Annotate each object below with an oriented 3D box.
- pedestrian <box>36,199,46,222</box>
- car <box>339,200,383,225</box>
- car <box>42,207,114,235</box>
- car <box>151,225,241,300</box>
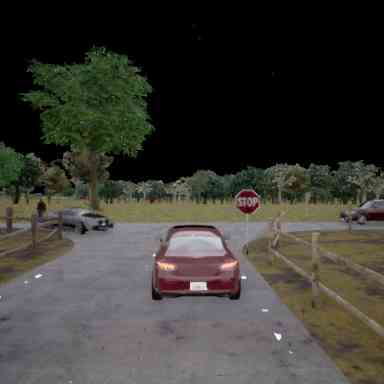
[{"bbox_3d":[-12.155,1.433,26.719,0.375,1.860,0.375,0,-1,0],"label":"pedestrian"},{"bbox_3d":[12.922,1.356,23.630,4.553,1.767,2.097,0,-1,-1],"label":"car"},{"bbox_3d":[-6.463,1.545,18.770,4.181,1.385,1.994,0,1,28],"label":"car"},{"bbox_3d":[0.038,1.538,8.297,1.812,1.442,4.674,0,0,-2],"label":"car"}]
